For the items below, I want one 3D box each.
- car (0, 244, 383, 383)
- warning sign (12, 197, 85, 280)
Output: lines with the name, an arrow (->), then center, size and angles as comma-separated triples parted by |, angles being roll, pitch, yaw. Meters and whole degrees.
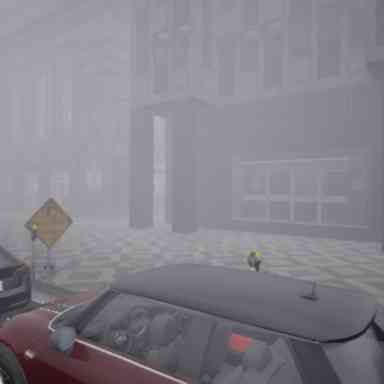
car -> -0.208, 1.427, 3.109 | 4.097, 1.590, 1.967 | 1, 0, 36
warning sign -> -3.580, 1.059, 8.355 | 1.060, 1.860, 1.300 | 1, 0, 36
